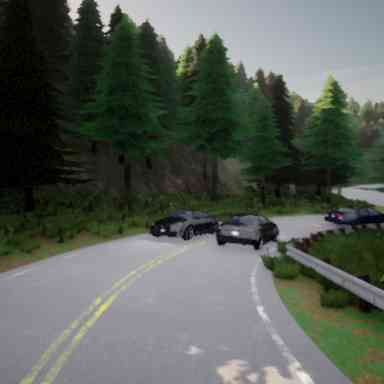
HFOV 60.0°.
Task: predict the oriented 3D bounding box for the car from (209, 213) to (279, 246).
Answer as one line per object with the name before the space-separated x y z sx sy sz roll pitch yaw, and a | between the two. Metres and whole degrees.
car | 2.688 1.677 15.420 1.994 1.385 4.181 2 0 28

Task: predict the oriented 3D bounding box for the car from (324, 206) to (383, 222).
car | 11.973 1.702 23.622 5.357 1.411 2.033 0 4 -21

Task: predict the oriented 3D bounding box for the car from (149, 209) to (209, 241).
car | -0.302 1.571 16.991 1.994 1.385 4.181 2 1 32
